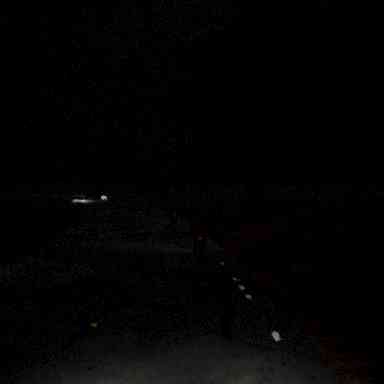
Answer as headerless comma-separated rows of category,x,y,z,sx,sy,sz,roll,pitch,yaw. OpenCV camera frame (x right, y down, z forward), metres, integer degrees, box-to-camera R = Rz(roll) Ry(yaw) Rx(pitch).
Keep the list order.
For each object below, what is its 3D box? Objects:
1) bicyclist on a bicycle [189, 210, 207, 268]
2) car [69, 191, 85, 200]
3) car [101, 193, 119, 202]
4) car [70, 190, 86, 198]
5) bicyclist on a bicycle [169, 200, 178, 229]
bicyclist on a bicycle,0.206,1.381,10.070,0.582,1.620,1.656,0,0,-5
car,-20.515,0.690,59.457,1.895,1.301,4.718,0,1,-31
car,-13.039,0.802,52.637,2.033,1.411,5.357,0,1,-27
car,-23.907,0.421,69.751,1.812,1.442,4.674,0,1,-37
bicyclist on a bicycle,-1.068,1.299,19.509,0.582,1.620,1.656,1,1,-10
